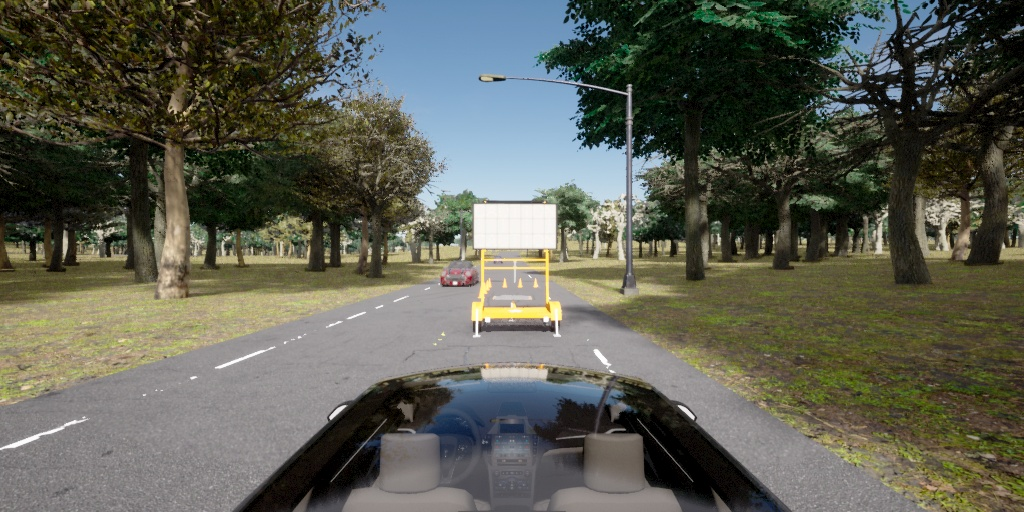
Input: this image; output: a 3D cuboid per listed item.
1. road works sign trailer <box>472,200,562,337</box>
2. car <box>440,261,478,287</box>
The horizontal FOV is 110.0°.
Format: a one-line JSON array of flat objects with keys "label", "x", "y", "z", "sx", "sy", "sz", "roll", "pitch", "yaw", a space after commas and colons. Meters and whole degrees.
[{"label": "road works sign trailer", "x": 0.079, "y": 0.221, "z": 10.297, "sx": 2.380, "sy": 3.560, "sz": 2.880, "roll": 0, "pitch": 0, "yaw": -2}, {"label": "car", "x": -3.574, "y": 1.133, "z": 24.807, "sx": 2.097, "sy": 1.767, "sz": 4.553, "roll": 0, "pitch": 0, "yaw": 0}]
